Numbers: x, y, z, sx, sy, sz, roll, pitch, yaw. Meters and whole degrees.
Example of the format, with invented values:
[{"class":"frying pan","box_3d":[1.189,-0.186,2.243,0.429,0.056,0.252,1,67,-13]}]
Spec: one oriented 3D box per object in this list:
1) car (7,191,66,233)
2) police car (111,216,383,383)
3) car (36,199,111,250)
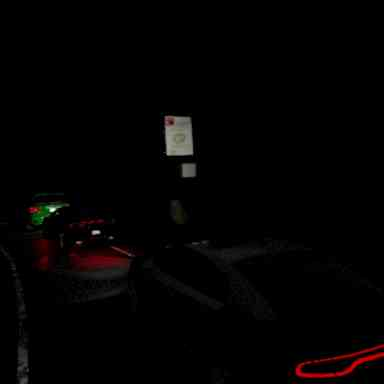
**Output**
[{"class":"car","box_3d":[-8.643,1.007,18.629,2.150,2.045,5.566,-5,3,-40]},{"class":"police car","box_3d":[0.453,1.282,4.741,1.930,1.638,5.238,-3,2,-26]},{"class":"car","box_3d":[-4.776,1.259,13.657,1.882,1.535,5.008,-4,2,-35]}]
